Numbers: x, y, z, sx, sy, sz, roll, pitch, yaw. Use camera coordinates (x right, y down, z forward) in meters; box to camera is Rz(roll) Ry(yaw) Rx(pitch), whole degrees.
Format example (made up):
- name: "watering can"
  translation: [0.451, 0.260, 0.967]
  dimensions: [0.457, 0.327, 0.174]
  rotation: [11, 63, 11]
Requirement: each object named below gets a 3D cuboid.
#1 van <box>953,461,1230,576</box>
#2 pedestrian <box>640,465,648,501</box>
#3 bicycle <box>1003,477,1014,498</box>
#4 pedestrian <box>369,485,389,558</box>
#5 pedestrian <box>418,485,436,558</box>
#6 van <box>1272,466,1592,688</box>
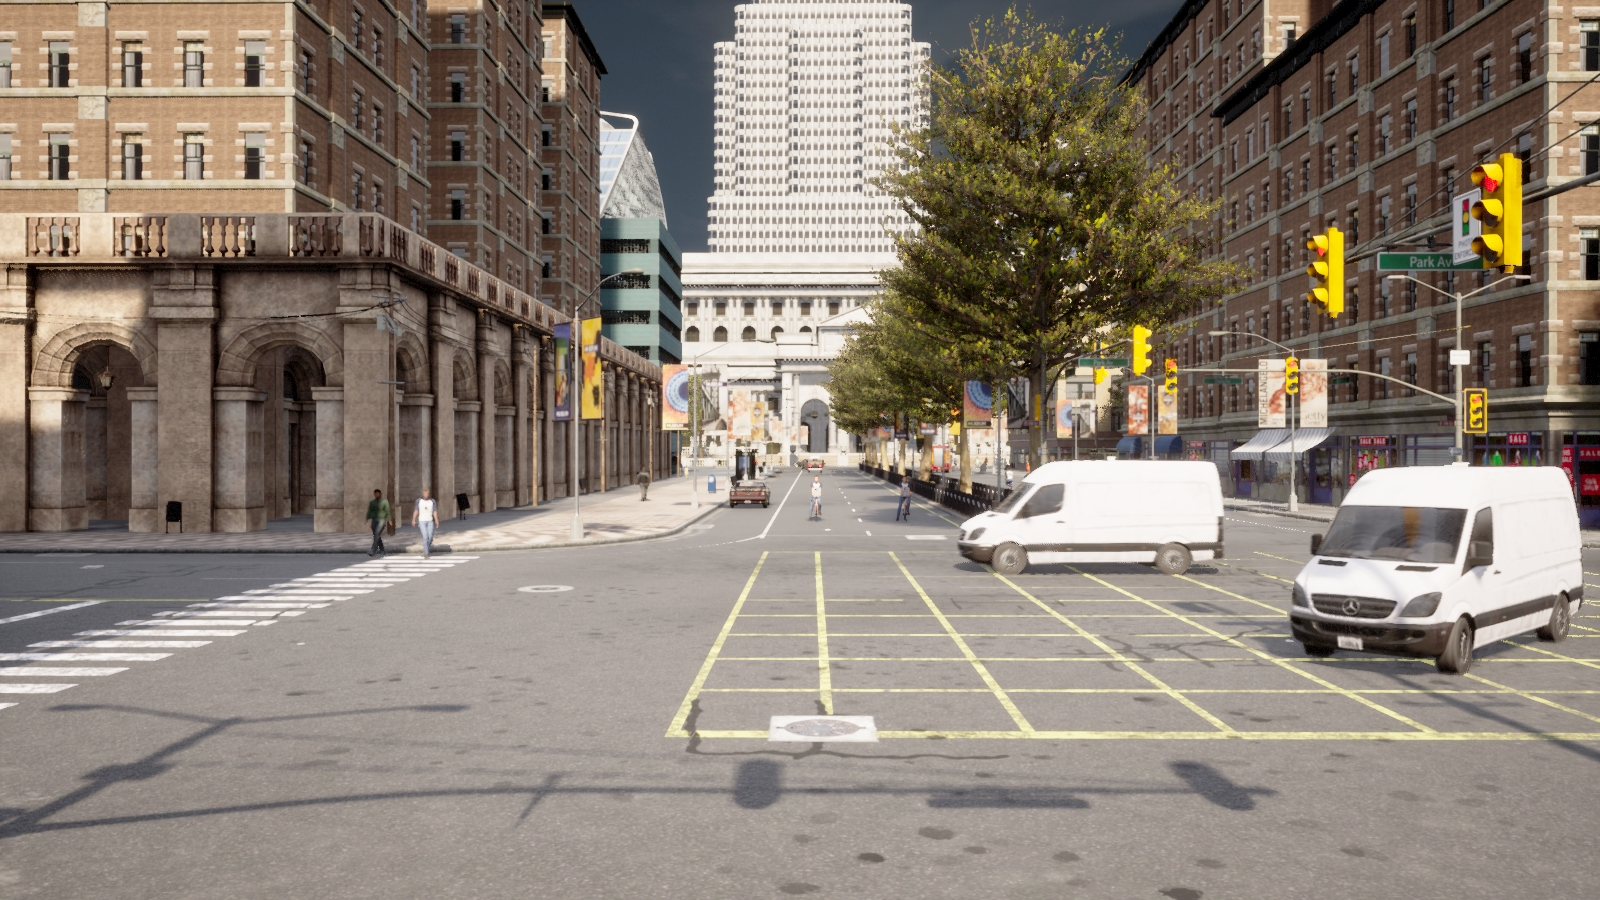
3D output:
- name: "van"
  translation: [6.634, 1.534, 26.496]
  dimensions: [5.915, 2.561, 1.988]
  rotation: [0, 0, 0]
- name: "pedestrian"
  translation: [-8.053, 1.696, 58.899]
  dimensions: [0.375, 1.860, 0.375]
  rotation: [0, 0, 2]
- name: "bicycle"
  translation: [12.430, 2.206, 67.987]
  dimensions: [0.373, 1.196, 1.643]
  rotation: [0, 0, 1]
- name: "pedestrian"
  translation: [-10.914, 1.848, 29.617]
  dimensions: [0.375, 1.860, 0.375]
  rotation: [0, 0, 1]
- name: "pedestrian"
  translation: [-9.673, 1.849, 29.625]
  dimensions: [0.375, 1.860, 0.375]
  rotation: [0, 0, -26]
- name: "van"
  translation: [9.109, 1.534, 16.181]
  dimensions: [5.915, 2.561, 1.988]
  rotation: [0, 0, -40]
